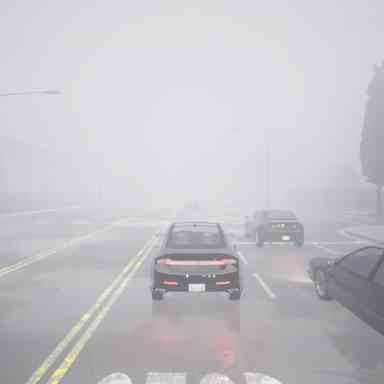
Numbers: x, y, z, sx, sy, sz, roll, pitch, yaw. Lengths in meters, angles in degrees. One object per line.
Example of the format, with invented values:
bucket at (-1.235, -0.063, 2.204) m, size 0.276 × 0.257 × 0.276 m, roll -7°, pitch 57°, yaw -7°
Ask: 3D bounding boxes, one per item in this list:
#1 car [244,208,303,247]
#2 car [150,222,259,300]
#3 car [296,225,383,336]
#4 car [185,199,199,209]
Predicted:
car at (3.563, 1.504, 15.058) m, size 1.837 × 1.490 × 4.892 m, roll 0°, pitch 0°, yaw 0°
car at (0.080, 1.491, 8.357) m, size 2.128 × 1.511 × 4.902 m, roll 0°, pitch 0°, yaw 0°
car at (3.587, 1.547, 5.312) m, size 2.033 × 1.411 × 5.357 m, roll 0°, pitch 0°, yaw 0°
car at (-0.008, 1.600, 44.125) m, size 1.895 × 1.301 × 4.718 m, roll 0°, pitch 0°, yaw 0°
